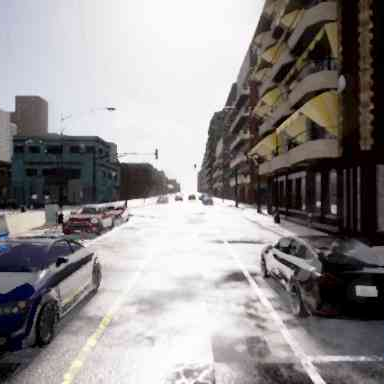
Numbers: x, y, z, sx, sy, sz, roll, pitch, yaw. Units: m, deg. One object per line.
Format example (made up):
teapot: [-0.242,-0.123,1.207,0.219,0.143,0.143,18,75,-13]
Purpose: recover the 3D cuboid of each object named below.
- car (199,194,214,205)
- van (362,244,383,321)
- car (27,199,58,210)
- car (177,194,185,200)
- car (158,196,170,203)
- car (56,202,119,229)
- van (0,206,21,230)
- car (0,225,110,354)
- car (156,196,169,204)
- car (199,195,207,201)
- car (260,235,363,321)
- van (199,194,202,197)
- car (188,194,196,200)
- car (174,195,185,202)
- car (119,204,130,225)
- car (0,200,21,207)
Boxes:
car: [2.703,1.517,56.653,2.008,1.369,4.403,1,0,0]
van: [2.704,1.341,1.583,1.690,1.788,3.998,1,0,0]
car: [-19.717,1.681,44.448,4.403,1.369,2.008,0,-1,1]
car: [-2.999,1.374,90.535,1.882,1.535,5.008,0,0,0]
car: [-5.678,1.496,67.778,1.887,1.381,4.507,1,0,0]
car: [-5.645,1.437,18.488,1.967,1.590,4.097,1,0,0]
van: [-5.644,1.341,7.196,1.690,1.788,3.998,1,0,0]
car: [-3.097,1.564,6.156,1.994,1.385,4.181,0,0,0]
car: [-5.678,1.541,62.198,1.802,1.307,4.206,1,0,0]
car: [2.703,1.450,84.726,1.752,1.417,4.829,1,0,0]
car: [2.701,1.566,7.229,1.947,1.339,4.313,1,0,0]
van: [2.705,1.300,62.232,1.690,1.788,3.998,1,0,0]
car: [0.001,1.269,86.524,2.097,1.767,4.553,0,0,0]
car: [-2.999,1.419,74.891,1.882,1.535,5.008,0,0,0]
car: [-5.646,1.540,24.134,1.887,1.381,4.507,1,0,0]
car: [-25.198,1.721,44.523,4.313,1.339,1.947,0,-1,1]
